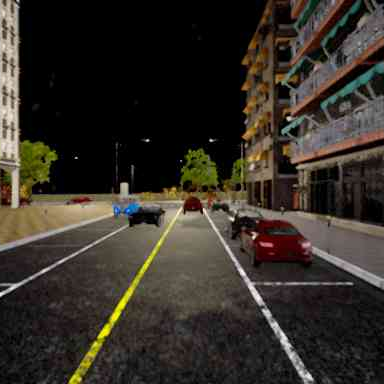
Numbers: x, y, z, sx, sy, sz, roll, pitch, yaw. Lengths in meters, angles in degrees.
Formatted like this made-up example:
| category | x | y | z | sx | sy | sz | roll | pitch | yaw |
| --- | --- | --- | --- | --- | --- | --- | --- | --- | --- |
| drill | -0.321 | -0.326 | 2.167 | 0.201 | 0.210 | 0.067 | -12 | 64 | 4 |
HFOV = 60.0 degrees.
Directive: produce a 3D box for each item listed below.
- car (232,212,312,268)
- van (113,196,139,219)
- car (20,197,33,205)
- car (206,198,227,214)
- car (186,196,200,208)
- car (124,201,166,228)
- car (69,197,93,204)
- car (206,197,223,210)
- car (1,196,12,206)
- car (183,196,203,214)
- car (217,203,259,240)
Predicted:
| category | x | y | z | sx | sy | sz | roll | pitch | yaw |
| --- | --- | --- | --- | --- | --- | --- | --- | --- | --- |
| car | 2.569 | 1.532 | 10.844 | 1.802 | 1.307 | 4.206 | 0 | 0 | 0 |
| van | -5.341 | 1.214 | 27.473 | 1.690 | 1.788 | 3.998 | 0 | 0 | 0 |
| car | -31.667 | 1.670 | 61.552 | 4.206 | 1.307 | 1.802 | -1 | 1 | 0 |
| car | 2.667 | 1.398 | 32.948 | 2.008 | 1.369 | 4.403 | 0 | 0 | 0 |
| car | 0.200 | 1.318 | 44.637 | 1.812 | 1.442 | 4.674 | 0 | 0 | 2 |
| car | -2.783 | 1.502 | 21.288 | 1.895 | 1.301 | 4.718 | 0 | 0 | 1 |
| car | -20.584 | 1.536 | 61.686 | 4.206 | 1.307 | 1.802 | -1 | 1 | 0 |
| car | 2.700 | 1.355 | 40.877 | 1.887 | 1.381 | 4.507 | 0 | 0 | 0 |
| car | -31.440 | 1.413 | 53.482 | 5.009 | 1.841 | 2.192 | -1 | 1 | 0 |
| car | 0.103 | 1.325 | 32.926 | 1.882 | 1.535 | 5.008 | 0 | 0 | 0 |
| car | 2.569 | 1.475 | 16.370 | 2.008 | 1.369 | 4.403 | 0 | 0 | 0 |
